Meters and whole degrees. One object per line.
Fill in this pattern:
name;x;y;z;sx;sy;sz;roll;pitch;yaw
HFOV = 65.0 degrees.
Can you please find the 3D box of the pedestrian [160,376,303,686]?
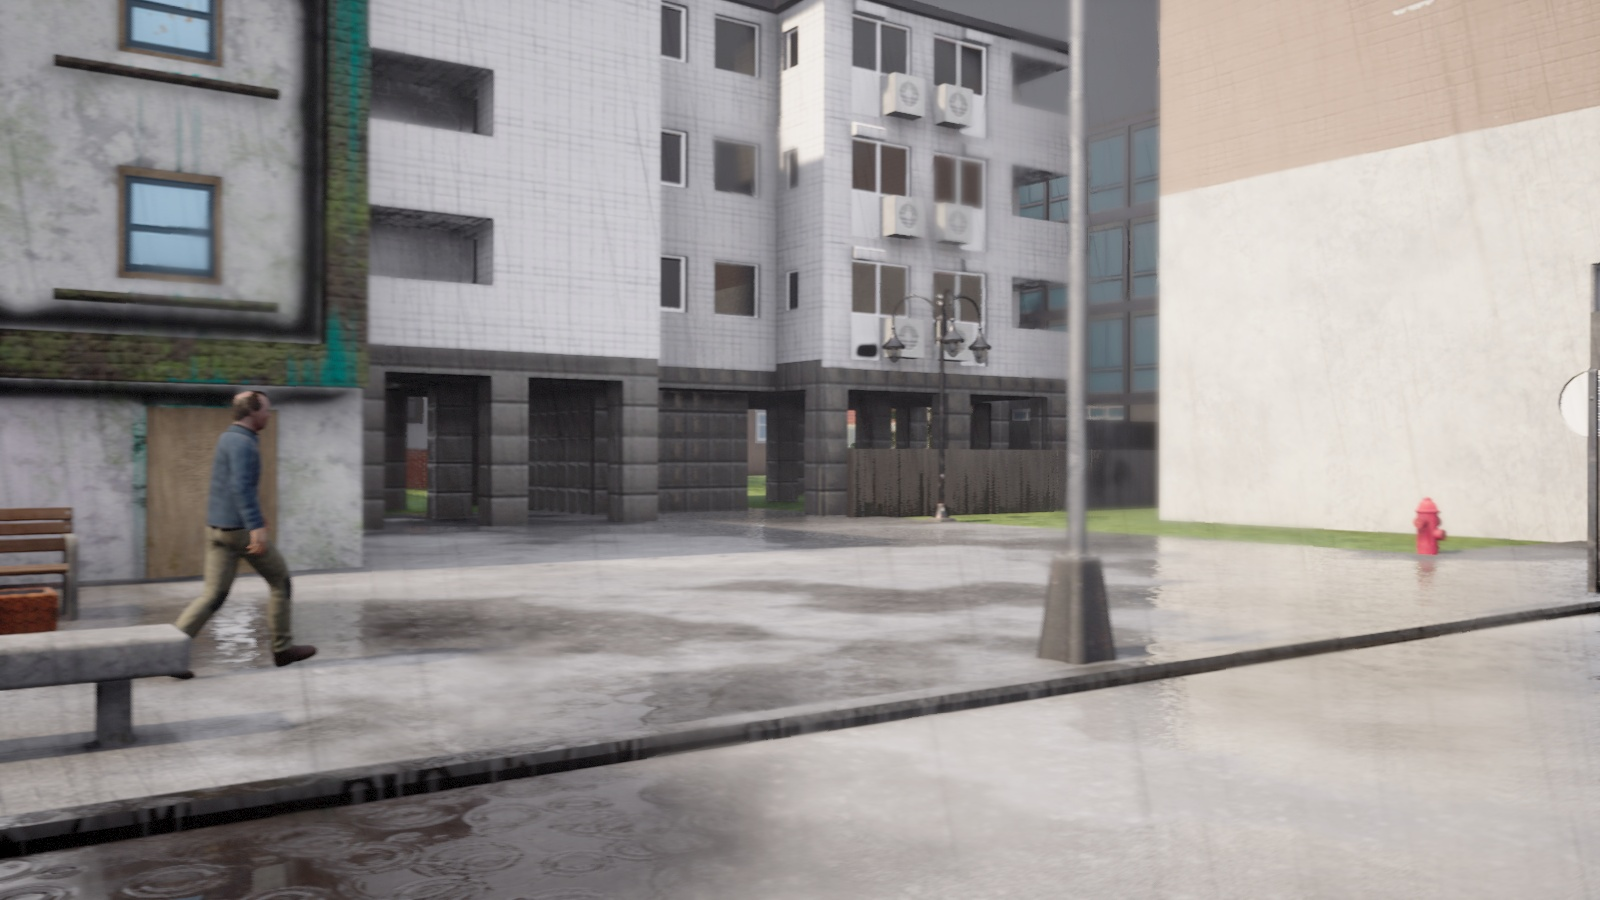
pedestrian;-3.548;0.481;7.842;0.726;1.842;0.402;0;0;-41
